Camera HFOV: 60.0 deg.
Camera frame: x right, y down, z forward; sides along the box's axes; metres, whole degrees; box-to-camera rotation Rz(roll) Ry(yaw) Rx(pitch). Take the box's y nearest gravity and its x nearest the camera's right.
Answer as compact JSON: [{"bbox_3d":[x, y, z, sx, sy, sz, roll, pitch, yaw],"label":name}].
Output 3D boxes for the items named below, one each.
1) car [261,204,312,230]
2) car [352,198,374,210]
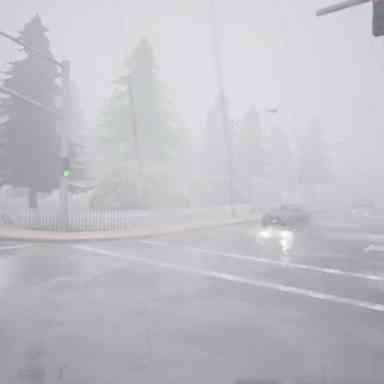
[{"bbox_3d":[5.855,1.451,20.449,1.994,1.385,4.181,2,1,36],"label":"car"},{"bbox_3d":[21.468,1.460,41.632,2.033,1.411,5.357,2,1,36],"label":"car"}]
